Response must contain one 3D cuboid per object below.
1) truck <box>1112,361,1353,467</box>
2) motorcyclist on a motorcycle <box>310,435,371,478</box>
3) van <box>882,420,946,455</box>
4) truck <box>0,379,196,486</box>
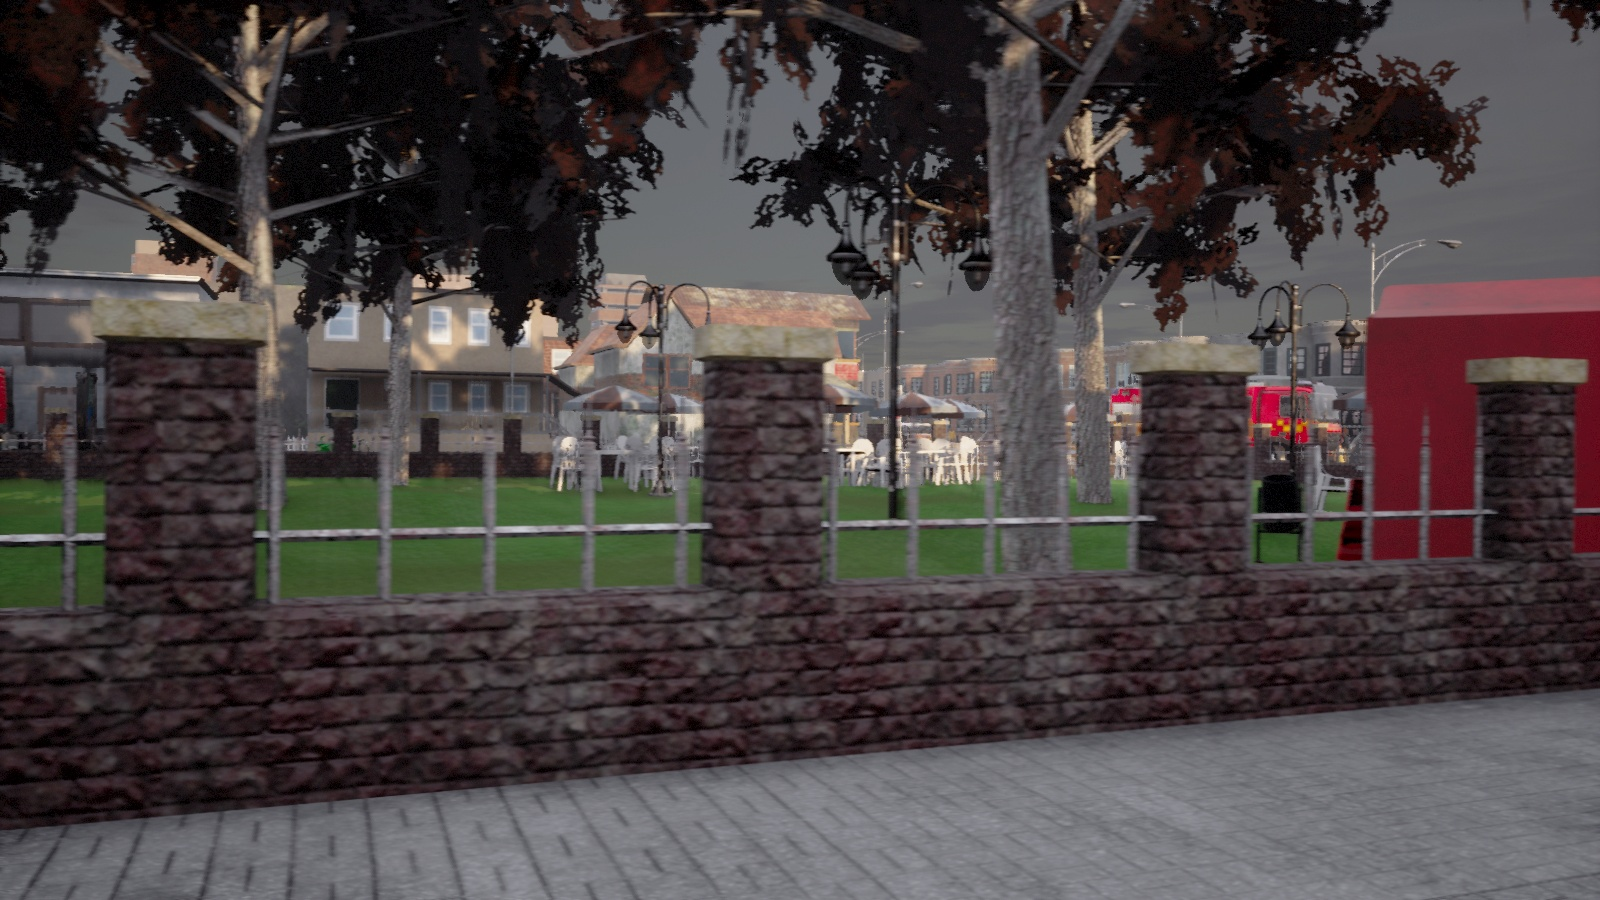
[{"bbox_3d":[16.805,-1.350,49.269,8.468,3.827,2.891,0,1,40],"label":"truck"},{"bbox_3d":[-16.763,0.216,45.825,2.044,1.523,0.797,-1,1,-21],"label":"motorcyclist on a motorcycle"},{"bbox_3d":[6.772,-0.778,75.370,2.069,2.038,4.480,-1,1,-21],"label":"van"},{"bbox_3d":[-25.096,-0.607,42.664,7.936,3.462,2.891,-1,1,-20],"label":"truck"}]
